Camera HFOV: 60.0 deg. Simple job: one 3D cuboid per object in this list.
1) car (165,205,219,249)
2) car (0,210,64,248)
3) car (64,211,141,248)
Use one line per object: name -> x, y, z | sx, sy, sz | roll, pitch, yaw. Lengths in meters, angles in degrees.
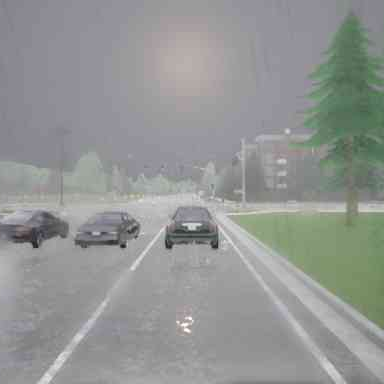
car -> 0.000, 1.365, 14.620 | 2.097, 1.767, 4.553 | 0, 0, 0
car -> -7.000, 1.532, 14.650 | 1.812, 1.442, 4.674 | 0, 0, 0
car -> -3.500, 1.562, 14.650 | 2.033, 1.411, 5.357 | 0, 0, 0
